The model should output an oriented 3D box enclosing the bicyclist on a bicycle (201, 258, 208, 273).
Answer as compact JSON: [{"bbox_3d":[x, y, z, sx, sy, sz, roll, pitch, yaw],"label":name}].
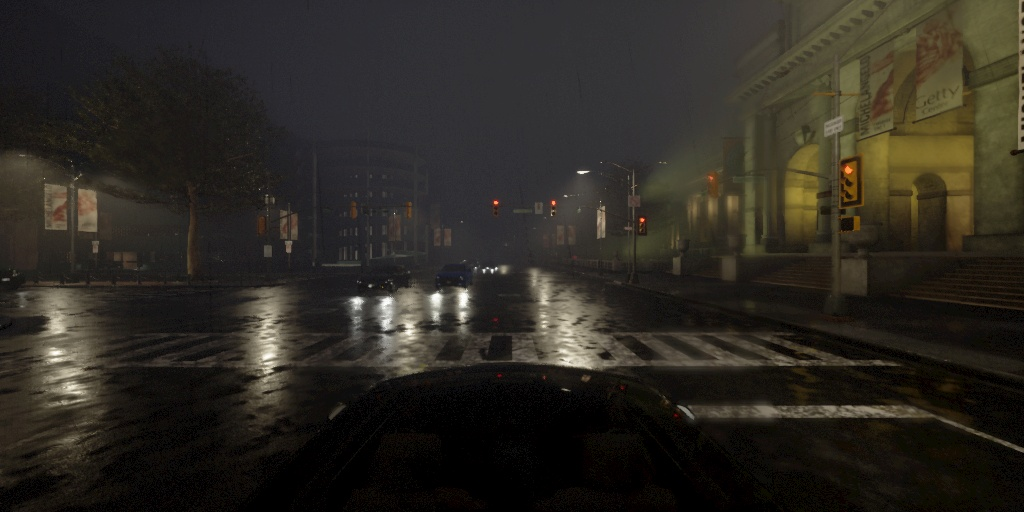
[{"bbox_3d":[-34.228,1.051,39.560,0.582,1.620,1.656,0,0,0],"label":"bicyclist on a bicycle"}]

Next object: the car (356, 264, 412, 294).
[{"bbox_3d":[-7.100,1.255,20.348,1.837,1.490,4.892,0,0,0],"label":"car"}]

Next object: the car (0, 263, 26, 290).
[{"bbox_3d":[-31.114,0.971,20.095,5.566,2.045,2.150,0,0,0],"label":"car"}]

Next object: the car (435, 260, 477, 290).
[{"bbox_3d":[-3.599,1.227,22.912,1.882,1.535,5.008,0,0,0],"label":"car"}]

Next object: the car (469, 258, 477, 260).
[{"bbox_3d":[-7.095,1.297,56.145,2.033,1.411,5.357,0,0,0],"label":"car"}]

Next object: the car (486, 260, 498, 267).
[{"bbox_3d":[-3.574,1.350,65.141,1.895,1.301,4.718,0,0,0],"label":"car"}]

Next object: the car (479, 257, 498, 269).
[{"bbox_3d":[-3.603,1.314,56.241,1.994,1.385,4.181,0,0,0],"label":"car"}]
